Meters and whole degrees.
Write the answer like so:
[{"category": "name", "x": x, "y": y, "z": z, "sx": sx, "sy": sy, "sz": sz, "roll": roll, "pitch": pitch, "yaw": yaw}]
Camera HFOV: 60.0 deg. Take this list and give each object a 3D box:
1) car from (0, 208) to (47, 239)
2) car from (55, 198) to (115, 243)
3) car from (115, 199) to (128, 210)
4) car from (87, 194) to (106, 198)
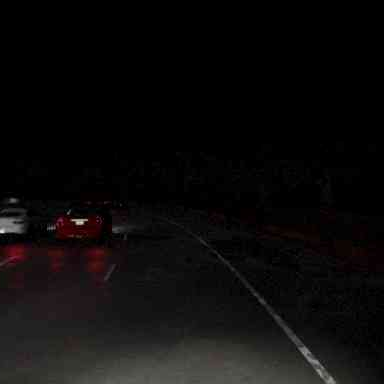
[{"category": "car", "x": -8.818, "y": 1.522, "z": 17.032, "sx": 1.812, "sy": 1.442, "sz": 4.674, "roll": 0, "pitch": 0, "yaw": -11}, {"category": "car", "x": -5.124, "y": 1.348, "z": 16.248, "sx": 2.097, "sy": 1.767, "sz": 4.553, "roll": 0, "pitch": 0, "yaw": -9}, {"category": "car", "x": -9.439, "y": 1.553, "z": 42.137, "sx": 1.994, "sy": 1.385, "sz": 4.181, "roll": 0, "pitch": 0, "yaw": -24}, {"category": "car", "x": -9.757, "y": 1.214, "z": 33.723, "sx": 2.150, "sy": 2.045, "sz": 5.566, "roll": 0, "pitch": 0, "yaw": -20}]
